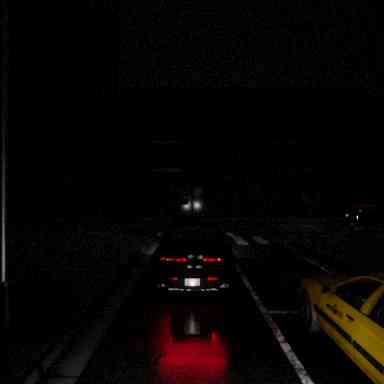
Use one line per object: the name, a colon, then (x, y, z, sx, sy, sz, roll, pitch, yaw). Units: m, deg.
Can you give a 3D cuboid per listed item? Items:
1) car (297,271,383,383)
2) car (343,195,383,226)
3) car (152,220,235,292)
car: (2.638, 1.533, 3.954, 1.752, 1.417, 4.829, 0, 0, 0)
car: (13.462, 1.241, 22.905, 5.566, 2.045, 2.150, 0, 0, 0)
car: (0.083, 1.522, 8.976, 1.837, 1.490, 4.892, 0, 0, 2)
